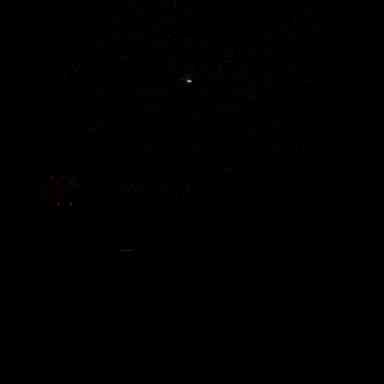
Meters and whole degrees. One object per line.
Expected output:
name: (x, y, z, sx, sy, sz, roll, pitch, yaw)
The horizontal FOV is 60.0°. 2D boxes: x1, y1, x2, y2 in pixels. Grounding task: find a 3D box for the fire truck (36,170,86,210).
fire truck: (-13.960, -0.201, 35.188, 2.891, 3.827, 8.468, -1, 1, -35)
